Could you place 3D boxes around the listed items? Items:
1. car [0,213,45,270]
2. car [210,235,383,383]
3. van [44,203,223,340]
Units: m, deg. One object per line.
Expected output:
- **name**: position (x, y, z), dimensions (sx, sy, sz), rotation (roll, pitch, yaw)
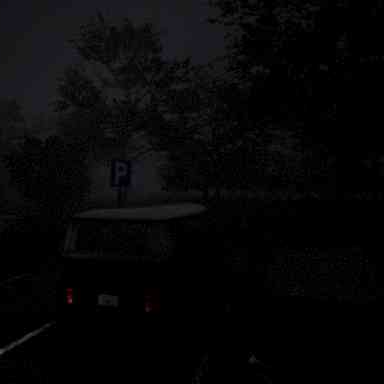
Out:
- **car**: position (-5.478, 1.442, 9.924), dimensions (2.097, 1.535, 5.008), rotation (1, 0, 14)
- **car**: position (1.825, 1.480, 4.815), dimensions (2.097, 1.535, 5.008), rotation (1, 0, 15)
- **van**: position (-0.583, 1.242, 6.640), dimensions (1.878, 1.987, 4.442), rotation (0, -1, 15)
